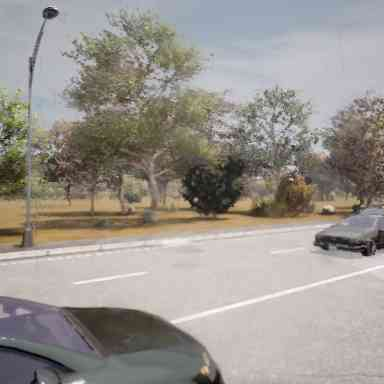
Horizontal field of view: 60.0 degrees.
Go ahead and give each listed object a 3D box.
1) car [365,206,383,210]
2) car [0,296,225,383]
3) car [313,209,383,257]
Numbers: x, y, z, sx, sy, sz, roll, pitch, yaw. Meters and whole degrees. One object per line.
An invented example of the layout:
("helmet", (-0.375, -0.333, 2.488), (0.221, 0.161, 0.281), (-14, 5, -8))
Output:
("car", (12.006, 1.669, 21.431), (4.674, 1.442, 1.812), (0, 0, -36))
("car", (-1.737, 1.567, 2.549), (4.181, 1.385, 1.994), (0, 0, -35))
("car", (7.227, 1.637, 13.598), (5.357, 1.411, 2.033), (0, 0, -36))
